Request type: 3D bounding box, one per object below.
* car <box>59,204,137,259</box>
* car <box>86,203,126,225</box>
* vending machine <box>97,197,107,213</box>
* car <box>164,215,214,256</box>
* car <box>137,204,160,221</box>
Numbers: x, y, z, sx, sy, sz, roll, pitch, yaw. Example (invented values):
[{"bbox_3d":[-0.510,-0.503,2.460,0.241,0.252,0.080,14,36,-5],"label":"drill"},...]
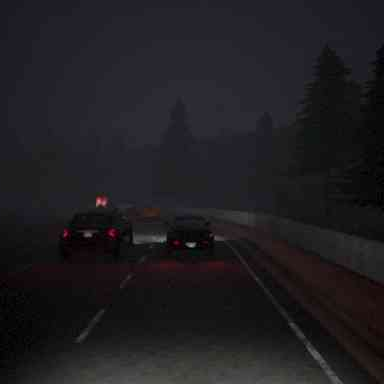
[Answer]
[{"bbox_3d":[-3.644,1.501,13.391,2.097,1.767,4.553,0,-1,-3],"label":"car"},{"bbox_3d":[-7.451,1.811,28.540,2.128,1.511,4.902,0,-1,-29],"label":"car"},{"bbox_3d":[-12.151,1.694,44.928,0.880,2.100,1.100,0,-1,36],"label":"vending machine"},{"bbox_3d":[-0.177,1.681,13.869,1.812,1.442,4.674,0,0,-4],"label":"car"},{"bbox_3d":[-4.666,1.818,30.669,1.882,1.535,5.008,1,-1,-30],"label":"car"}]
